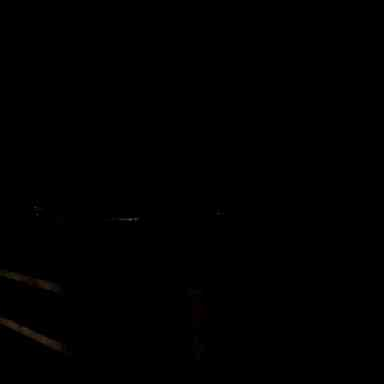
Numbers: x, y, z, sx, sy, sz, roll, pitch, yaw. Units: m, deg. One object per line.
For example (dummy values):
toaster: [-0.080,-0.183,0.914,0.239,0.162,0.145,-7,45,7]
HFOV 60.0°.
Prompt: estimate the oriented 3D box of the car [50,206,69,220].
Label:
car: [-12.306,1.775,26.355,1.895,1.301,4.718,0,-1,36]

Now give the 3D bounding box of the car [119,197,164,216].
car: [-5.245,1.598,36.058,2.150,2.045,5.566,0,-1,36]

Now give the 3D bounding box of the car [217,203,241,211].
car: [5.784,2.292,51.104,1.895,1.301,4.718,0,-1,37]

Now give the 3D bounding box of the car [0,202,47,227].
car: [-12.204,1.445,21.393,2.097,1.767,4.553,0,-1,32]
